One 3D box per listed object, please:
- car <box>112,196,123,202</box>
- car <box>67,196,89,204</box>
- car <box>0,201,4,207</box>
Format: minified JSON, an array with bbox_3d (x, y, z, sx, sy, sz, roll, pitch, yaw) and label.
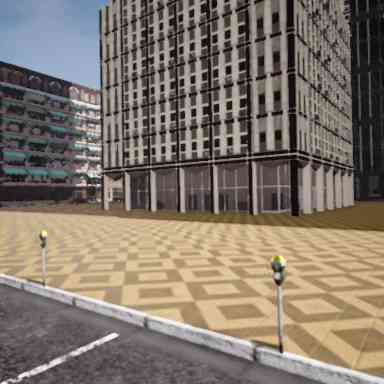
[{"bbox_3d":[-16.195,1.620,75.430,2.008,1.369,4.403,-1,0,36],"label":"car"},{"bbox_3d":[-22.674,1.589,66.471,1.967,1.590,4.097,-1,0,36],"label":"car"},{"bbox_3d":[-32.389,1.715,53.033,1.967,1.590,4.097,-1,0,36],"label":"car"}]
